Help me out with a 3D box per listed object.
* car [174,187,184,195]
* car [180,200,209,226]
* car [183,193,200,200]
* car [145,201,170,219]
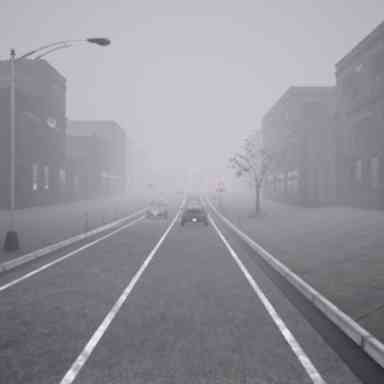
[{"bbox_3d":[-2.772,-0.209,70.778,1.882,1.535,5.008,0,3,0],"label":"car"},{"bbox_3d":[0.172,1.580,24.479,1.837,1.490,4.892,0,0,0],"label":"car"},{"bbox_3d":[0.228,1.207,42.785,2.033,1.649,4.856,0,1,0],"label":"car"},{"bbox_3d":[-3.008,1.539,29.796,2.128,1.511,4.902,0,1,0],"label":"car"}]
